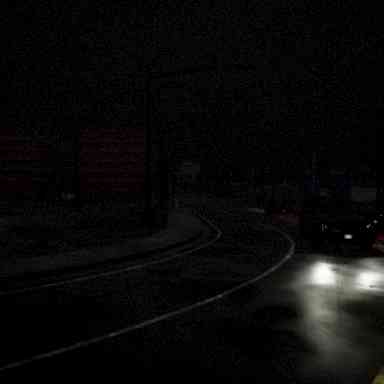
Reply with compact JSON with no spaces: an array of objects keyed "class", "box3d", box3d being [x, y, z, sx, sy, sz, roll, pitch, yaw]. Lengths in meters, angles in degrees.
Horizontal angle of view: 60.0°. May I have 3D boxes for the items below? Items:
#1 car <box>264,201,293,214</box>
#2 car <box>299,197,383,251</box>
[{"class":"car","box3d":[9.386,1.684,36.644,1.895,1.301,4.718,0,0,-3]},{"class":"car","box3d":[6.143,1.259,14.726,2.150,2.045,5.566,1,0,10]}]
